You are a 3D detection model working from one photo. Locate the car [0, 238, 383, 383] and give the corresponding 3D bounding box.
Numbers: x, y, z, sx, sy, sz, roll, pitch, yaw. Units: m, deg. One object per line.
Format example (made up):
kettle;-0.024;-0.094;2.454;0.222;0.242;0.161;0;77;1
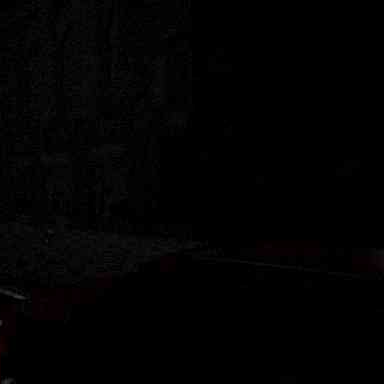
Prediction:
car;0.407;1.314;2.569;5.009;1.841;2.192;0;-1;36
